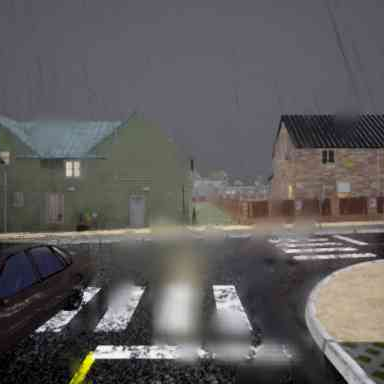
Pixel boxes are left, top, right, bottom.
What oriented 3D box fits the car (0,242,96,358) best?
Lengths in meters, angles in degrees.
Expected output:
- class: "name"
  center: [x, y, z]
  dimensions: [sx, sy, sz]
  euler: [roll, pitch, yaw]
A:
- class: "car"
  center: [-3.172, 1.549, 5.094]
  dimensions: [2.033, 1.411, 5.357]
  euler: [0, 0, 4]
